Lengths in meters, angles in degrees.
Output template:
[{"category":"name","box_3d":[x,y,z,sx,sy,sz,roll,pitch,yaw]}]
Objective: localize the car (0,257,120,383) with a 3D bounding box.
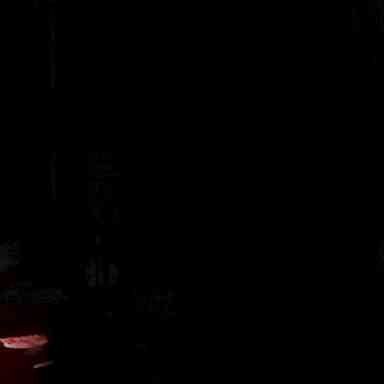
[{"category":"car","box_3d":[-2.848,1.630,4.841,4.206,1.307,1.802,-1,0,36]}]
